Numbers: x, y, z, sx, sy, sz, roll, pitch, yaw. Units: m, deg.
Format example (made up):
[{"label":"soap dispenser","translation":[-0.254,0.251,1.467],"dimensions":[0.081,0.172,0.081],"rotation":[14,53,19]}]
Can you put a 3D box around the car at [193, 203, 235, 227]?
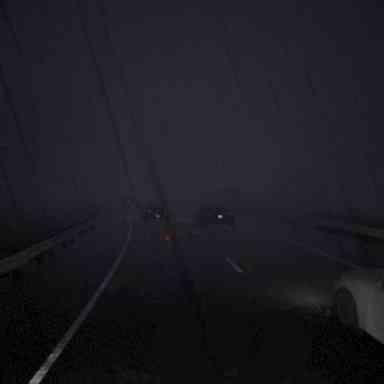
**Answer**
[{"label":"car","translation":[1.304,1.412,21.596],"dimensions":[1.994,1.385,4.181],"rotation":[0,0,-10]}]

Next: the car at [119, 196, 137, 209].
[{"label":"car","translation":[-7.807,1.237,41.114],"dimensions":[1.837,1.490,4.892],"rotation":[0,1,-20]}]

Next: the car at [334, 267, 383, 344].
[{"label":"car","translation":[3.382,1.493,3.751],"dimensions":[1.812,1.442,4.674],"rotation":[0,0,-2]}]

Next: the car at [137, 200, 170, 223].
[{"label":"car","translation":[-2.699,1.366,23.829],"dimensions":[1.812,1.442,4.674],"rotation":[0,0,-12]}]
